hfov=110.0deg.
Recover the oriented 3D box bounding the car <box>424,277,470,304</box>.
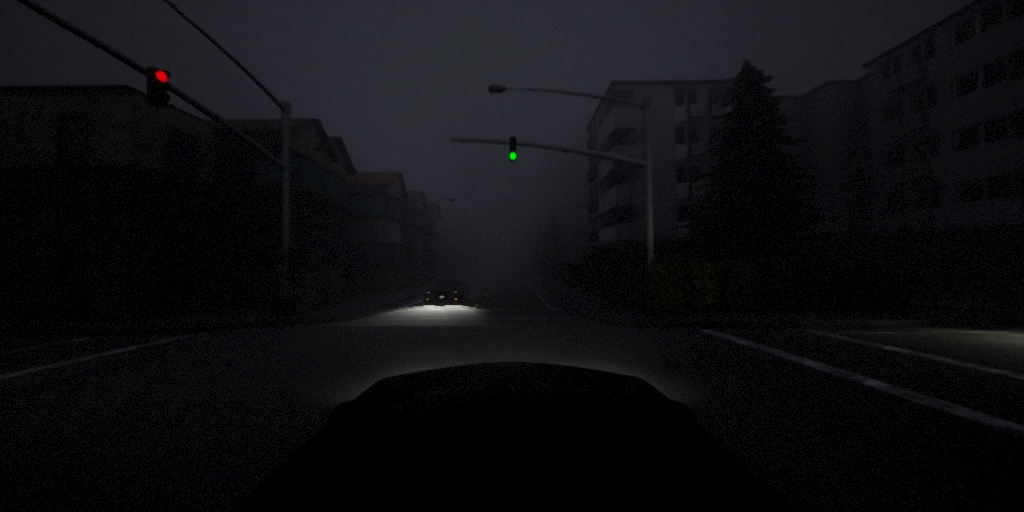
[{"bbox_3d":[-3.501,1.874,19.866,1.994,1.385,4.181,-1,-1,0],"label":"car"}]
